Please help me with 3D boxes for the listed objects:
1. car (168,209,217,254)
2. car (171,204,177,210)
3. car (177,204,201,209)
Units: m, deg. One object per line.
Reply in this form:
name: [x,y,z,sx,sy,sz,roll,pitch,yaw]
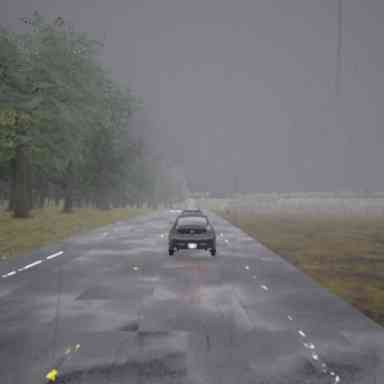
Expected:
car: [0.018,1.701,14.302,1.837,1.490,4.892,0,-1,0]
car: [-3.436,3.251,71.765,2.128,1.511,4.902,0,-2,0]
car: [0.032,1.963,29.305,2.128,1.511,4.902,0,-1,0]
